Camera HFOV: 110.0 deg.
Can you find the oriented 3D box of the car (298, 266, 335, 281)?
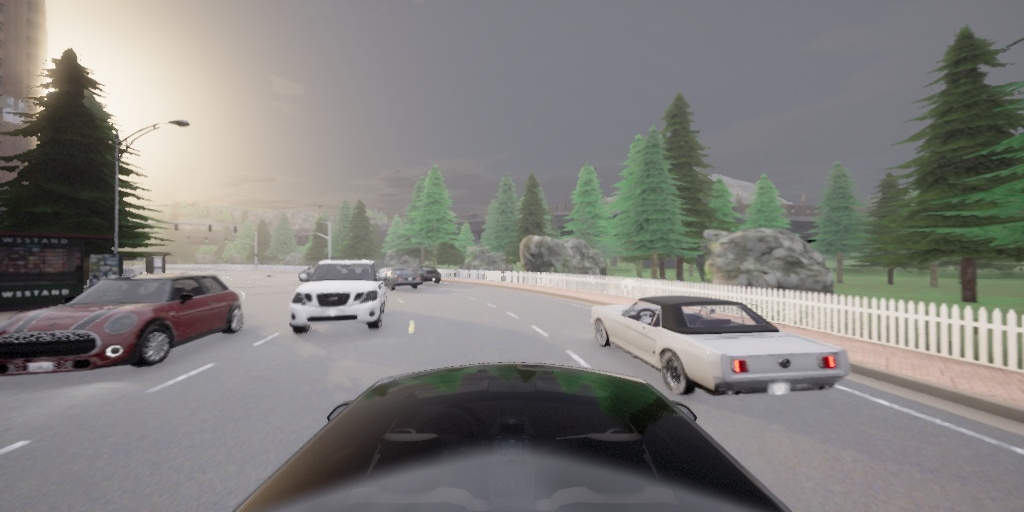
[{"bbox_3d":[-20.346,1.743,37.230,4.674,1.442,1.812,-1,-1,40],"label":"car"}]

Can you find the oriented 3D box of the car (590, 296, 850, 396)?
[{"bbox_3d":[3.070,1.398,6.702,1.895,1.301,4.718,0,-1,-7],"label":"car"}]

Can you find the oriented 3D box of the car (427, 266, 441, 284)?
[{"bbox_3d":[-7.747,1.605,30.233,1.837,1.490,4.892,1,-1,-40],"label":"car"}]

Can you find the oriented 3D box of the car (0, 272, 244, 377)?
[{"bbox_3d":[-8.039,1.198,7.890,2.097,1.767,4.553,0,-1,-14],"label":"car"}]

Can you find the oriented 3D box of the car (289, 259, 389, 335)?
[{"bbox_3d":[-5.291,1.100,11.591,2.150,2.045,5.566,0,-1,-17],"label":"car"}]

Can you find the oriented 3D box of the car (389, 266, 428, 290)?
[{"bbox_3d":[-8.192,1.594,25.531,2.033,1.411,5.357,0,-1,-37],"label":"car"}]
